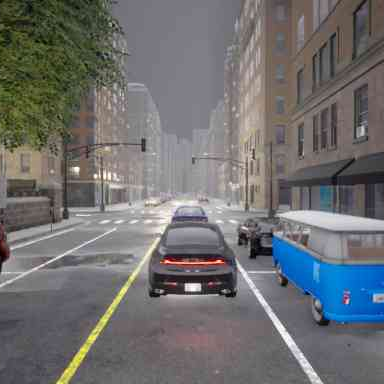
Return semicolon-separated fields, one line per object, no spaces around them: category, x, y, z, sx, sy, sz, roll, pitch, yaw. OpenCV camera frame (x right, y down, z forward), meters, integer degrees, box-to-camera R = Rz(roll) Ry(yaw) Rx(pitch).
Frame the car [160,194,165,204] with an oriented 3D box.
car;-6.102;1.521;55.825;2.008;1.369;4.403;0;0;0

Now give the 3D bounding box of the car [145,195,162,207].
car;-6.058;1.497;50.205;1.752;1.417;4.829;0;0;0

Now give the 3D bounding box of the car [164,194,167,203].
car;-6.145;1.514;61.276;1.887;1.381;4.507;0;0;0

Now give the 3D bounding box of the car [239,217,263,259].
car;2.764;1.563;12.455;1.947;1.339;4.313;0;0;0

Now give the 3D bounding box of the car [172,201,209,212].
car;-0.104;1.472;18.032;1.882;1.535;5.008;0;0;0

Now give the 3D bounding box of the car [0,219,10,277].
car;-5.717;1.314;6.688;2.192;1.841;5.009;0;0;0

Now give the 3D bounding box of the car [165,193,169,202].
car;-6.188;1.514;66.727;1.887;1.381;4.507;0;0;0

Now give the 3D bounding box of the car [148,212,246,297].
car;0.009;1.503;8.536;1.837;1.490;4.892;0;0;0

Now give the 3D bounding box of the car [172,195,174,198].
car;-6.317;1.289;83.079;2.192;1.841;5.009;0;0;0

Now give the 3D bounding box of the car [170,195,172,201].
car;-6.273;1.522;77.628;2.008;1.369;4.403;0;0;0

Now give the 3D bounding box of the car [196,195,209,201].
car;2.336;1.409;66.830;1.967;1.590;4.097;0;0;0

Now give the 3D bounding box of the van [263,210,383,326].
van;2.808;1.340;6.795;1.690;1.788;3.998;0;0;0
